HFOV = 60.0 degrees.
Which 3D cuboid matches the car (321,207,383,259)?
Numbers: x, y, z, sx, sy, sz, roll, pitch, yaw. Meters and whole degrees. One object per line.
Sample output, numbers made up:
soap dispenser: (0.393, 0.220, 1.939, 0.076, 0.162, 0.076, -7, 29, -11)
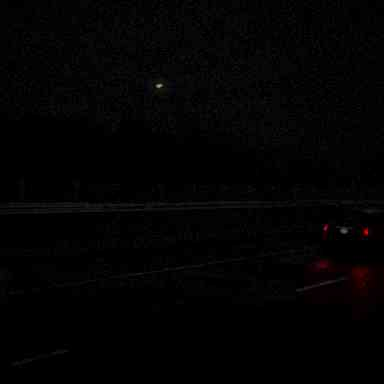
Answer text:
car: (7.267, 1.467, 13.329, 4.553, 1.767, 2.097, 1, 0, -35)
